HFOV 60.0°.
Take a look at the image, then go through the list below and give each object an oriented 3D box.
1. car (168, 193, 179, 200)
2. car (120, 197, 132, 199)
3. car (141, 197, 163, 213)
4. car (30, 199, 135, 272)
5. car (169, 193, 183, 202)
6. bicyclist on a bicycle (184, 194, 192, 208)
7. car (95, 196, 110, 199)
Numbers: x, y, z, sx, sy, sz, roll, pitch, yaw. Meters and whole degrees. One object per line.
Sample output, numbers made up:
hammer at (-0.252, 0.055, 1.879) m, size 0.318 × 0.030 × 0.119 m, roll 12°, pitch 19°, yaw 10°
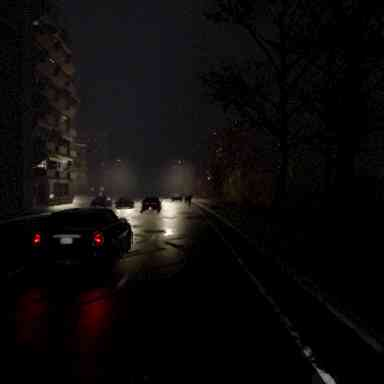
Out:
car at (-4.274, 0.921, 75.954) m, size 2.033 × 1.411 × 5.357 m, roll 0°, pitch 0°, yaw -6°
car at (-7.778, 1.258, 38.951) m, size 1.994 × 1.385 × 4.181 m, roll 0°, pitch 0°, yaw -3°
car at (-4.036, 1.240, 33.493) m, size 1.837 × 1.490 × 4.892 m, roll 0°, pitch 0°, yaw -3°
car at (-3.273, 1.269, 10.714) m, size 2.097 × 1.767 × 4.553 m, roll 0°, pitch 0°, yaw -1°
car at (-2.745, 0.999, 60.833) m, size 2.128 × 1.511 × 4.902 m, roll 0°, pitch 0°, yaw -5°
bicyclist on a bicycle at (-0.268, 1.059, 38.847) m, size 0.659 × 1.776 × 1.843 m, roll 0°, pitch 1°, yaw -3°
car at (-11.165, 1.226, 41.340) m, size 2.033 × 1.411 × 5.357 m, roll 0°, pitch 0°, yaw -3°
